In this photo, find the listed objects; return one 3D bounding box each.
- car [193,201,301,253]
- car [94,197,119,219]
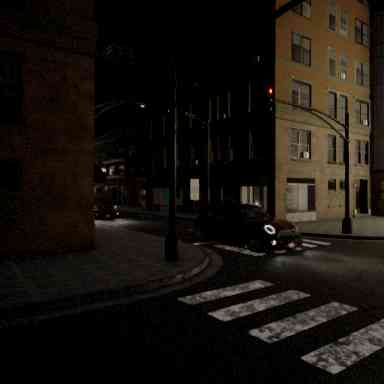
[{"bbox_3d":[2.135,1.301,13.655,2.097,1.767,4.553,0,0,-40],"label":"car"},{"bbox_3d":[-7.610,1.213,26.854,2.097,1.767,4.553,0,0,-35],"label":"car"}]
